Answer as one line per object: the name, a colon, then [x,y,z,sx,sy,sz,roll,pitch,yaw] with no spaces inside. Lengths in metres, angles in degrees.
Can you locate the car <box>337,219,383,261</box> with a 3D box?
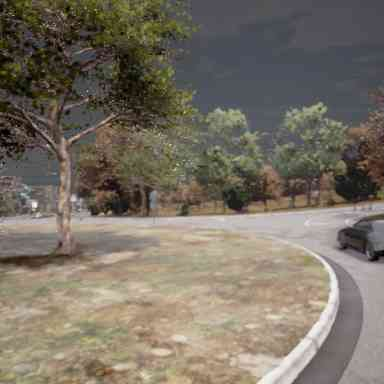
car: [7.248,1.740,12.974,1.994,1.385,4.181,-1,-1,4]
